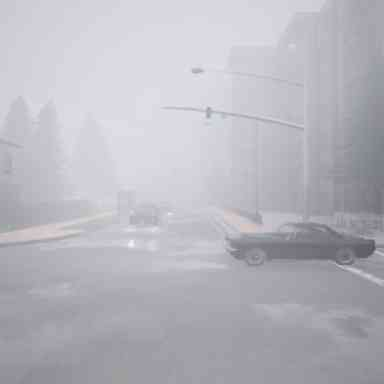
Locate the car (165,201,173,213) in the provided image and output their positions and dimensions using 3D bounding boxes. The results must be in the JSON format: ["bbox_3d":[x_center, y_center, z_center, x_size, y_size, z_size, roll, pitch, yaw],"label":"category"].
[{"bbox_3d":[-3.598,1.902,43.297,1.837,1.490,4.892,0,0,0],"label":"car"}]

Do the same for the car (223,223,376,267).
[{"bbox_3d":[3.445,1.722,11.295,4.718,1.301,1.895,0,-1,-3],"label":"car"}]

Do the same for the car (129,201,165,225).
[{"bbox_3d":[-3.608,1.596,26.468,2.097,1.767,4.553,0,-1,0],"label":"car"}]
